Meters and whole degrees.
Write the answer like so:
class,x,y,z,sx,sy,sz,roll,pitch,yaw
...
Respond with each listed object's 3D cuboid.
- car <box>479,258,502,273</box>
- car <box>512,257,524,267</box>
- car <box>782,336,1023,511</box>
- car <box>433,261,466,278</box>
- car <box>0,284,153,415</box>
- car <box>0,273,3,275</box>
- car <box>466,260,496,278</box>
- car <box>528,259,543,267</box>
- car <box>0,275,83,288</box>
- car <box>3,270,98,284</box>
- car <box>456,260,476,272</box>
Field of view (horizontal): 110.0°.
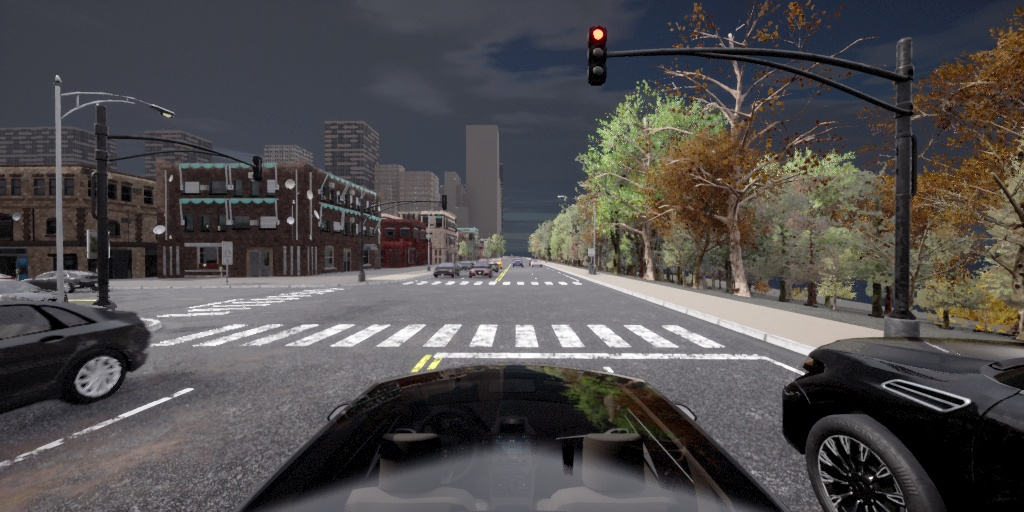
class,x,y,z,sx,sy,sz,roll,pitch,yaw
car,-2.646,1.300,43.751,1.994,1.385,4.181,0,0,2
car,1.026,1.253,63.751,1.812,1.442,4.674,0,0,1
car,3.321,0.972,0.625,2.150,2.045,5.566,0,0,1
car,-6.071,1.287,34.154,2.033,1.411,5.357,0,0,1
car,-6.584,1.254,3.545,1.837,1.490,4.892,0,0,1
car,-33.486,1.654,22.424,4.207,1.307,1.802,0,0,1
car,-2.828,1.304,33.669,1.994,1.385,4.181,0,0,1
car,4.386,1.327,64.080,1.895,1.301,4.718,0,0,1
car,-19.762,1.565,13.673,4.313,1.339,1.948,0,0,1
car,-27.951,1.560,22.324,4.403,1.370,2.007,0,0,1
car,-5.868,1.296,46.039,1.994,1.385,4.181,0,0,1
